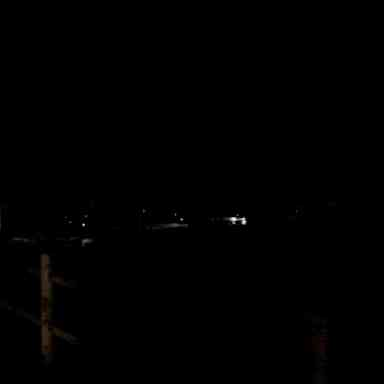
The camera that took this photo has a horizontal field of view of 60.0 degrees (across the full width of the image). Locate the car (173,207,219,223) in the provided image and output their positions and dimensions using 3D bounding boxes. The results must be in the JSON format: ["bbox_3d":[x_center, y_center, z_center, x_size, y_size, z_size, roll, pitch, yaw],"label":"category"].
[{"bbox_3d":[0.446,2.021,29.684,1.895,1.301,4.718,-1,-1,36],"label":"car"}]

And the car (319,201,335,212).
[{"bbox_3d":[22.288,2.311,54.641,2.097,1.767,4.553,-1,-1,38],"label":"car"}]

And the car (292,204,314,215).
[{"bbox_3d":[14.756,2.267,44.318,1.812,1.442,4.674,-1,-1,36],"label":"car"}]

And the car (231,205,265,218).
[{"bbox_3d":[6.515,2.141,37.983,2.033,1.411,5.357,-1,-1,37],"label":"car"}]

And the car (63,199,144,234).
[{"bbox_3d":[-5.463,1.473,21.581,2.150,2.045,5.566,-1,-1,36],"label":"car"}]
